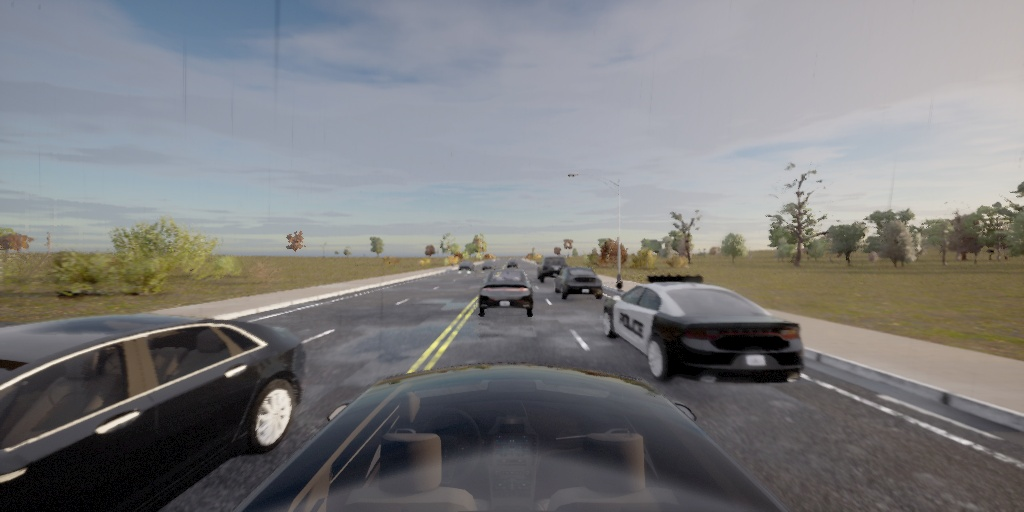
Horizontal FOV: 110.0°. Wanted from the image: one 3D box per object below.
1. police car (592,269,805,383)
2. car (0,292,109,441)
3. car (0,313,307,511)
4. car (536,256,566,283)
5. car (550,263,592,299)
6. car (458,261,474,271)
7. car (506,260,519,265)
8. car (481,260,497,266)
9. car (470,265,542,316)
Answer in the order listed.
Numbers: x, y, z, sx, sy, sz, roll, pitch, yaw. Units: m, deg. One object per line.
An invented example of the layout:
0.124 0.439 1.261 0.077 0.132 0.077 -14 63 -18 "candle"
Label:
3.250 1.191 7.366 1.930 1.638 5.238 0 0 0 "police car"
-6.600 1.244 2.473 2.128 1.511 4.902 0 0 0 "car"
-3.350 1.257 2.314 1.837 1.490 4.892 0 0 0 "car"
3.248 1.040 29.286 2.150 2.045 5.566 0 0 0 "car"
3.249 1.298 18.255 1.837 1.490 4.892 0 0 0 "car"
-6.506 1.408 51.701 2.033 1.411 5.357 0 0 0 "car"
0.086 1.380 59.925 1.837 1.490 4.892 0 0 0 "car"
-3.261 1.368 51.217 1.837 1.490 4.892 0 -1 0 "car"
-0.171 1.274 13.609 2.128 1.511 4.902 0 0 1 "car"
